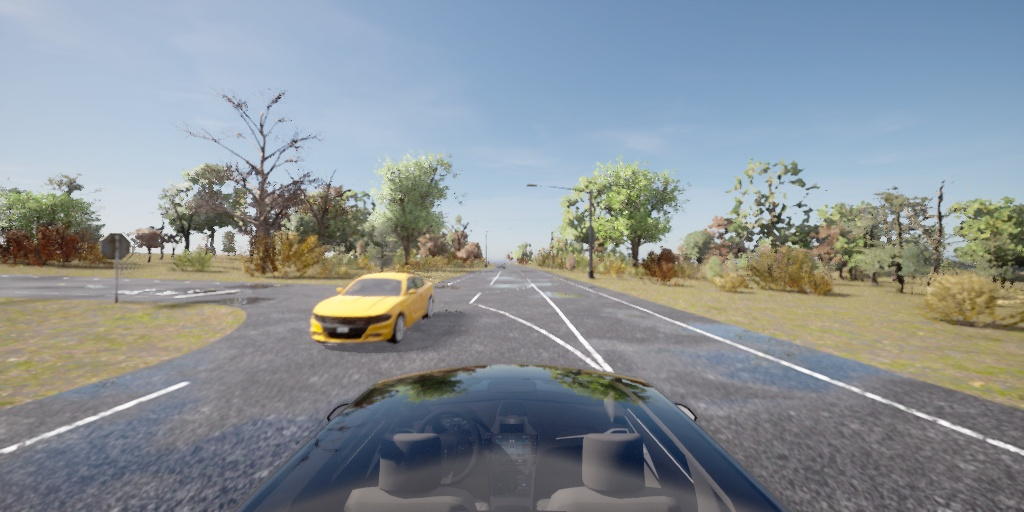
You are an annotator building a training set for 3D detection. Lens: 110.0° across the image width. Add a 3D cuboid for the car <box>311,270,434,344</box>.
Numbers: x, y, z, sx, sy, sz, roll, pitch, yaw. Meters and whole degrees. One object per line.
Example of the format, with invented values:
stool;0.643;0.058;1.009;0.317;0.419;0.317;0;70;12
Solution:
car;-3.489;1.213;9.896;1.882;1.535;5.008;2;1;0
